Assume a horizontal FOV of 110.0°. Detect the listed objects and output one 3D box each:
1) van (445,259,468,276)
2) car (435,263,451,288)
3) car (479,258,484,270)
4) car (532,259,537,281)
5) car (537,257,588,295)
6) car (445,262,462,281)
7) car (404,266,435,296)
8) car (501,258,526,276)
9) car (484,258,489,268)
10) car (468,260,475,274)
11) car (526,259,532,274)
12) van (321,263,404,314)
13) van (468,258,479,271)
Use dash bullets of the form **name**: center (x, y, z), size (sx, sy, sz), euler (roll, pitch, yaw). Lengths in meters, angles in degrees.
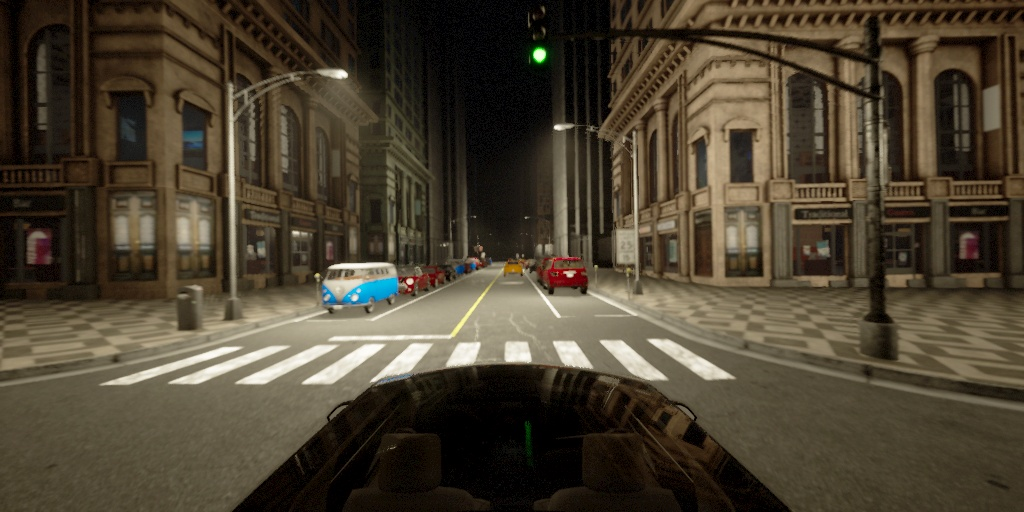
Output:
- **van**: center (-5.730, 1.205, 35.740), size (1.690, 1.789, 3.998), euler (0, 0, 0)
- **car**: center (-5.742, 1.391, 24.857), size (1.888, 1.381, 4.507), euler (0, 0, 0)
- **car**: center (-5.713, 1.207, 52.064), size (2.192, 1.841, 5.009), euler (0, 0, 0)
- **car**: center (2.782, 1.013, 24.857), size (2.192, 1.841, 5.009), euler (0, 0, 0)
- **car**: center (2.777, 1.004, 19.417), size (2.192, 1.841, 5.009), euler (0, 0, 0)
- **car**: center (-5.736, 1.421, 30.299), size (1.948, 1.339, 4.313), euler (0, 0, 0)
- **car**: center (-5.747, 1.278, 19.417), size (1.967, 1.591, 4.097), euler (0, 0, 0)
- **car**: center (0.120, 1.243, 37.412), size (1.882, 1.535, 5.008), euler (-1, 0, 0)
- **car**: center (-5.701, 1.227, 62.946), size (2.192, 1.841, 5.009), euler (0, 0, 0)
- **car**: center (-5.724, 1.419, 41.182), size (1.888, 1.381, 4.507), euler (0, 0, 0)
- **car**: center (2.800, 1.276, 41.180), size (2.007, 1.370, 4.403), euler (0, 0, 0)
- **van**: center (-5.753, 1.172, 13.976), size (1.690, 1.789, 3.998), euler (0, 0, 0)
- **van**: center (-5.718, 1.224, 46.623), size (1.690, 1.789, 3.998), euler (0, 0, 0)
